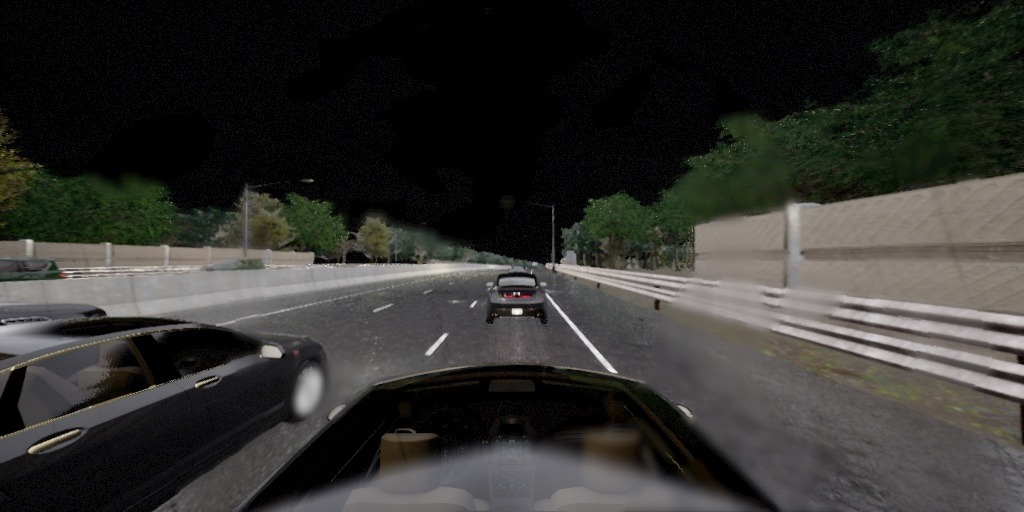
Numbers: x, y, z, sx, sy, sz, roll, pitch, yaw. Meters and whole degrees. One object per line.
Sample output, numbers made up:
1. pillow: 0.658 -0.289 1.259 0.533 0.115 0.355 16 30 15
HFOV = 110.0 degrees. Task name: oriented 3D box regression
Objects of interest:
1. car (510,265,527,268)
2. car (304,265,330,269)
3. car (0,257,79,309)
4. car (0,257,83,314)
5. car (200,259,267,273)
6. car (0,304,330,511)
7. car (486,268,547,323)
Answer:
1. car: 0.655 1.641 36.857 1.994 1.385 4.181 0 -1 2
2. car: -17.203 1.539 31.404 1.812 1.442 4.674 0 -1 2
3. car: -21.037 1.052 13.703 2.150 2.045 5.566 0 -1 0
4. car: -6.891 0.976 2.959 2.150 2.045 5.566 0 0 0
5. car: -24.203 1.241 31.473 2.150 2.045 5.566 0 -1 2
6. car: -3.388 1.260 2.925 1.837 1.490 4.892 0 0 0
7. car: 0.165 1.322 12.432 1.837 1.490 4.892 0 0 1
